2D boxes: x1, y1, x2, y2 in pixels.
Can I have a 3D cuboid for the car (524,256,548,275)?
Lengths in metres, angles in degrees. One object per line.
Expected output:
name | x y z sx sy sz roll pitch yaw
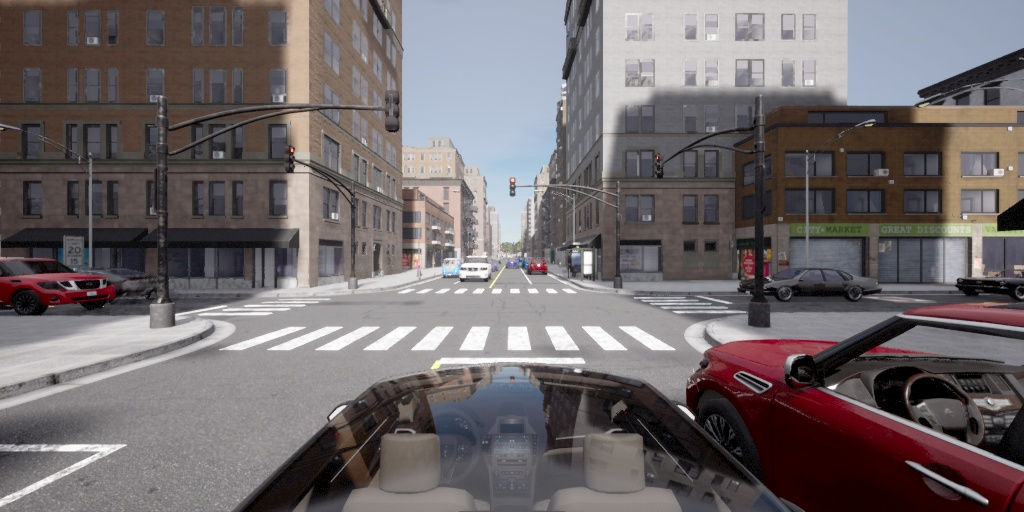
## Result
car | 2.704 1.060 38.660 2.192 1.841 5.009 0 0 0

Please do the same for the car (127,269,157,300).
car | -18.737 1.313 16.079 4.902 1.511 2.128 0 0 0

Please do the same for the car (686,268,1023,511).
car | 2.637 1.065 1.289 2.192 1.841 5.009 0 0 0

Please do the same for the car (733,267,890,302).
car | 13.289 1.232 16.162 5.357 1.411 2.033 0 0 0

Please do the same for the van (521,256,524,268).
van | 2.689 1.084 54.879 1.690 1.789 3.998 0 0 0

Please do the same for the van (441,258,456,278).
van | -5.408 1.087 33.253 1.690 1.789 3.998 0 0 0

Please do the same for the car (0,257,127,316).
car | -18.199 1.044 13.163 5.566 2.045 2.150 0 0 0

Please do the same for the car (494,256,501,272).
car | -2.839 1.097 46.032 2.097 1.767 4.553 0 0 1

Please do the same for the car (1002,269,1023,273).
car | 23.278 1.243 16.176 4.718 1.301 1.895 0 0 0

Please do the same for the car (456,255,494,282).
car | -2.850 0.969 28.984 2.150 2.045 5.566 0 0 0

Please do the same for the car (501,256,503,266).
car | -2.751 1.142 62.600 1.895 1.301 4.718 0 0 0

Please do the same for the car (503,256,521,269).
car | 0.048 1.094 57.998 2.097 1.767 4.553 0 0 1
